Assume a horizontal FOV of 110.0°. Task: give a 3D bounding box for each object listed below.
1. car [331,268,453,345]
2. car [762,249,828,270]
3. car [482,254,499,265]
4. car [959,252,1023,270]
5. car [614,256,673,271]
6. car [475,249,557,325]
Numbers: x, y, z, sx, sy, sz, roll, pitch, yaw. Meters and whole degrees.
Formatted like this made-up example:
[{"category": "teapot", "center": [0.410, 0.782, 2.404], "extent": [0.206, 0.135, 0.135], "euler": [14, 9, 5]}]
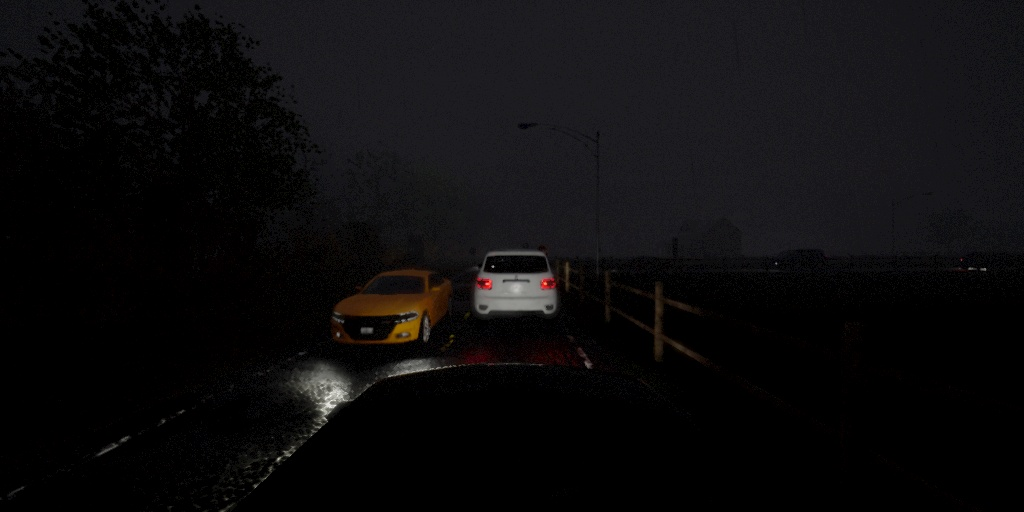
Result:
[{"category": "car", "center": [-2.764, 1.106, 9.303], "extent": [1.882, 1.535, 5.008], "euler": [0, 1, 0]}, {"category": "car", "center": [28.085, 0.302, 35.644], "extent": [5.566, 2.045, 2.150], "euler": [0, 0, -1]}, {"category": "car", "center": [-2.929, 0.441, 49.835], "extent": [2.128, 1.511, 4.902], "euler": [0, 1, 0]}, {"category": "car", "center": [44.470, 0.376, 33.057], "extent": [4.553, 1.767, 2.097], "euler": [0, 0, -1]}, {"category": "car", "center": [12.924, 0.697, 35.390], "extent": [5.357, 1.411, 2.033], "euler": [0, 0, 0]}, {"category": "car", "center": [0.085, 0.815, 11.267], "extent": [2.150, 2.045, 5.566], "euler": [0, 1, 0]}]
